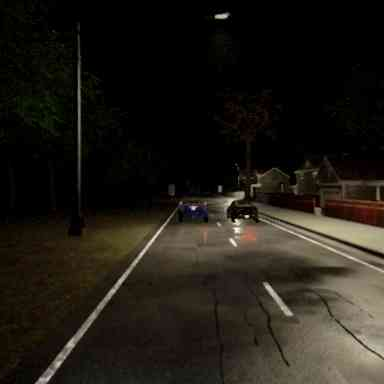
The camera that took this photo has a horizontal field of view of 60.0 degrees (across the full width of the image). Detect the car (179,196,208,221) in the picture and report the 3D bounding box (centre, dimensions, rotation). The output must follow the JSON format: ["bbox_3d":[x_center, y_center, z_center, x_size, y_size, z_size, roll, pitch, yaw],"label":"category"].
[{"bbox_3d":[0.102,1.170,25.244,2.097,1.767,4.553,0,0,0],"label":"car"}]

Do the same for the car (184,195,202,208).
[{"bbox_3d":[0.102,1.186,42.352,2.128,1.511,4.902,0,0,0],"label":"car"}]

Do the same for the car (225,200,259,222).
[{"bbox_3d":[3.603,1.331,24.239,1.837,1.490,4.892,0,0,0],"label":"car"}]
